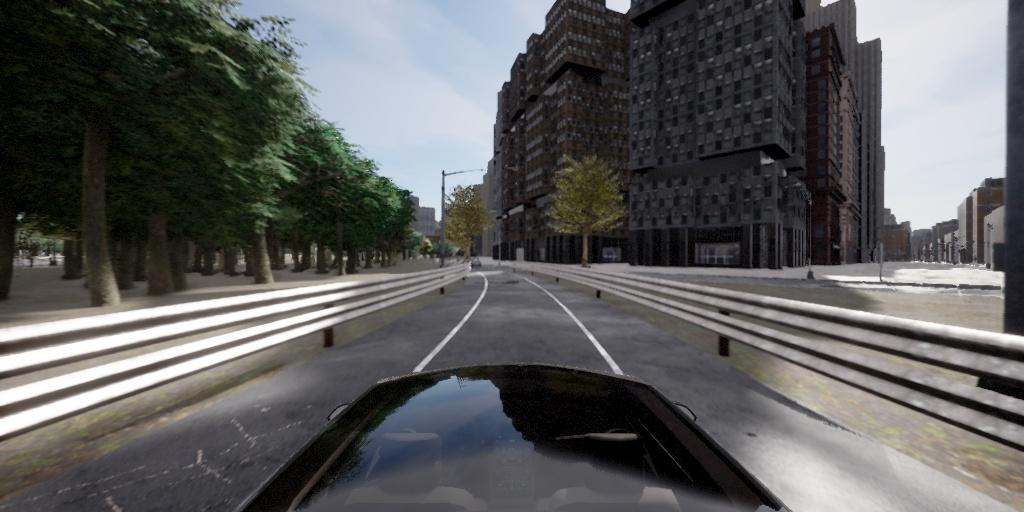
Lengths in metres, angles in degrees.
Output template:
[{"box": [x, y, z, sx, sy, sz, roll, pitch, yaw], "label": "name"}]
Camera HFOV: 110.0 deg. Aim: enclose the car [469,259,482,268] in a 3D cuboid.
[{"box": [-6.539, 1.216, 62.009, 2.128, 1.511, 4.902, 0, 0, -18], "label": "car"}]
